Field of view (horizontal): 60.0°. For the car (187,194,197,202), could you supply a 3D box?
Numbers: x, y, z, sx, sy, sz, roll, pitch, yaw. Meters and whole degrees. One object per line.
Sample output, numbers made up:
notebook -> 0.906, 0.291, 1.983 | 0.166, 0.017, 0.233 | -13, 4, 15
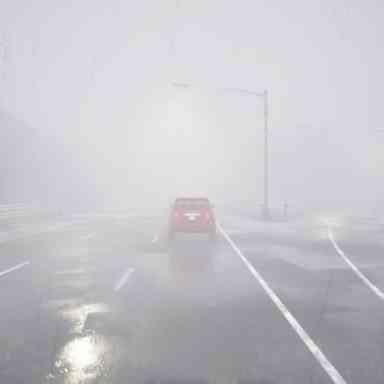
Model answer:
car -> 0.013, 1.313, 71.845 | 2.097, 1.767, 4.553 | 0, 0, 0

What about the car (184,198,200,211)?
car -> 0.010, 1.506, 41.063 | 1.882, 1.535, 5.008 | 0, 0, 0

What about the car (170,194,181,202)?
car -> -3.486, 1.297, 71.482 | 2.097, 1.767, 4.553 | 0, 0, 0

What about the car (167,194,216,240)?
car -> 0.003, 1.222, 17.085 | 2.150, 2.045, 5.566 | 0, 0, 0

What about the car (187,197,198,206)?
car -> -0.005, 1.603, 58.258 | 1.812, 1.442, 4.674 | 0, 0, -1

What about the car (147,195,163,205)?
car -> -6.988, 1.434, 61.424 | 2.097, 1.767, 4.553 | 0, 0, 0
